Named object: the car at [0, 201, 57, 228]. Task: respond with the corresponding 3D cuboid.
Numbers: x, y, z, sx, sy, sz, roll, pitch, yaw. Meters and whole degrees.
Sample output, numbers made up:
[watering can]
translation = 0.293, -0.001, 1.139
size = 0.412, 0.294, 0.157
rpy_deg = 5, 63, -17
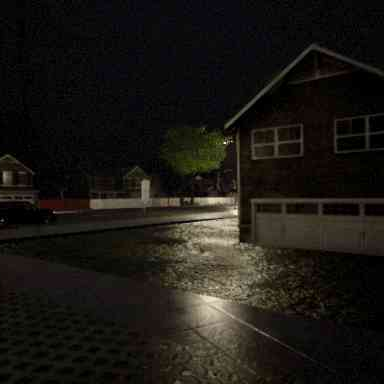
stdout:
[car]
translation = -11.661, 1.388, 22.723
size = 2.097, 1.767, 4.553
rpy_deg = -1, -1, 37
